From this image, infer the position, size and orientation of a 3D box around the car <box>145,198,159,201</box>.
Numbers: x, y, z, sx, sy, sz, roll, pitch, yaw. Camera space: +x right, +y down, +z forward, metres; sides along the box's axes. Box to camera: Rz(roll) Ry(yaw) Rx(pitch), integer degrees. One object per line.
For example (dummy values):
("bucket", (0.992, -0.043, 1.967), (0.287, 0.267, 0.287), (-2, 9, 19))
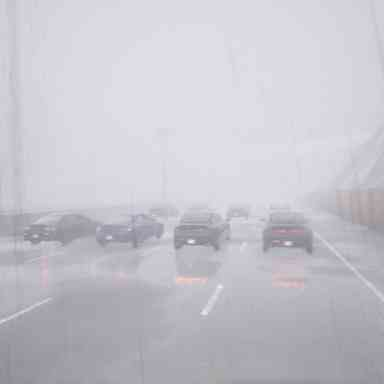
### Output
("car", (-7.528, 2.079, 69.802), (1.882, 1.535, 5.008), (-1, 0, 14))

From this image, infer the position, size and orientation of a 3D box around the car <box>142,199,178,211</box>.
("car", (-2.649, 1.767, 31.122), (1.837, 1.490, 4.892), (-1, 0, 14))

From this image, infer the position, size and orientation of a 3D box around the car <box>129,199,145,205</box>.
("car", (-10.926, 2.136, 70.640), (1.882, 1.535, 5.008), (-1, 0, 14))

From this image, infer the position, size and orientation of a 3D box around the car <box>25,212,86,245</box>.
("car", (-6.222, 1.736, 16.638), (1.812, 1.442, 4.674), (-1, 0, 14))

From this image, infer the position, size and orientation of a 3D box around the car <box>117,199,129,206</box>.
("car", (-14.323, 2.238, 71.478), (1.812, 1.442, 4.674), (-1, 0, 14))

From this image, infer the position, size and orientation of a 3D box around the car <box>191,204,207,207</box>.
("car", (0.746, 1.768, 30.265), (1.994, 1.385, 4.181), (-1, 0, 14))

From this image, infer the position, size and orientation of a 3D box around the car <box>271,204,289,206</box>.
("car", (7.496, 1.691, 28.414), (1.895, 1.301, 4.718), (-1, 0, 14))

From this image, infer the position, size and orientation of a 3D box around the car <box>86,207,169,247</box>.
("car", (-2.824, 1.680, 15.799), (1.812, 1.442, 4.674), (-1, 0, 14))

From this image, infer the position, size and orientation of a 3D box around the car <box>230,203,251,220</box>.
("car", (4.163, 1.673, 29.510), (1.812, 1.442, 4.674), (-1, 0, 14))

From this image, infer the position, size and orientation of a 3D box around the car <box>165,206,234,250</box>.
("car", (0.552, 1.605, 14.877), (1.837, 1.490, 4.892), (-1, 0, 14))

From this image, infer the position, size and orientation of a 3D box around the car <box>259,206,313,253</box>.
("car", (3.948, 1.549, 14.035), (1.837, 1.490, 4.892), (-1, 0, 14))
